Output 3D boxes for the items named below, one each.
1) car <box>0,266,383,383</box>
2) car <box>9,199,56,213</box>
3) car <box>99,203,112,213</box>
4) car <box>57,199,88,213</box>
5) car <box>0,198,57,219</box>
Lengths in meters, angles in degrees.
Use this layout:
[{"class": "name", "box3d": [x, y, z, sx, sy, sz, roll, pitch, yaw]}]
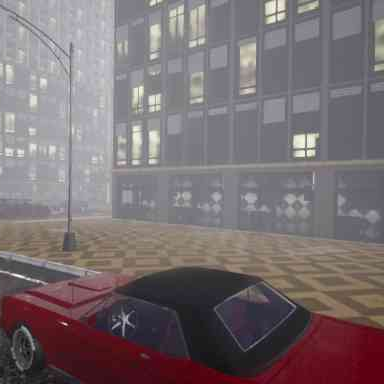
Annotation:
[{"class": "car", "box3d": [-0.308, 1.600, 3.911, 4.718, 1.301, 1.895, 0, 0, 36]}, {"class": "car", "box3d": [-19.170, 1.642, 40.131, 1.752, 1.417, 4.829, 1, 0, 37]}, {"class": "car", "box3d": [-8.875, 1.829, 39.937, 1.752, 1.417, 4.829, 1, 0, 37]}, {"class": "car", "box3d": [-15.216, 1.686, 41.088, 1.837, 1.490, 4.892, 1, 2, 37]}, {"class": "car", "box3d": [-15.700, 1.519, 30.745, 2.192, 1.841, 5.009, 1, 0, 37]}]
